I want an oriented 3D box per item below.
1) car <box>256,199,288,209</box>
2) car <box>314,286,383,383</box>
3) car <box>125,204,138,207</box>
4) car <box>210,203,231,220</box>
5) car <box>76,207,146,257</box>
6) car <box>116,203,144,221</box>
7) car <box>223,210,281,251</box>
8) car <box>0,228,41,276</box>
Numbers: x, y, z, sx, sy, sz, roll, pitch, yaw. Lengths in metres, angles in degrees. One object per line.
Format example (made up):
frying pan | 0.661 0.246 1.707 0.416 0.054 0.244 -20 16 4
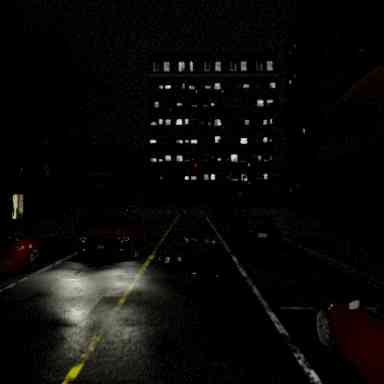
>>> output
car | 12.283 1.772 50.522 5.008 1.535 1.882 -1 -2 1
car | 2.703 1.620 3.426 1.802 1.307 4.206 1 -1 0
car | -5.639 1.830 26.115 2.008 1.369 4.403 1 -1 0
car | 2.758 1.781 31.856 1.967 1.590 4.097 1 -1 0
car | -3.096 1.625 13.819 1.882 1.535 5.008 0 -1 0
car | -5.807 1.864 31.632 1.752 1.417 4.829 1 -1 0
car | 2.706 1.724 14.798 1.947 1.339 4.313 1 -1 0
car | -5.643 1.679 9.055 1.802 1.307 4.206 1 -1 0
